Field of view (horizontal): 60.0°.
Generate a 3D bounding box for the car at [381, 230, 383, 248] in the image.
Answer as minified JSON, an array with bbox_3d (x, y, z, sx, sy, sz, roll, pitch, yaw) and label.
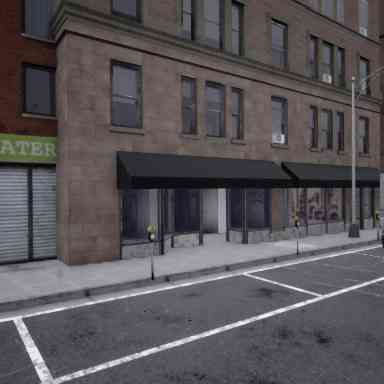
[{"bbox_3d":[9.185,1.540,13.088,4.507,1.381,1.887,0,-1,-35],"label":"car"}]
